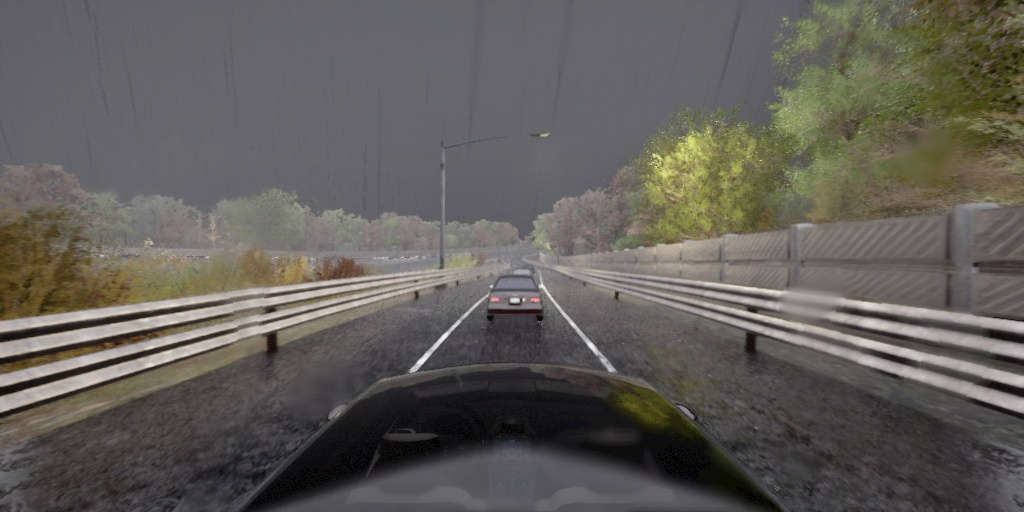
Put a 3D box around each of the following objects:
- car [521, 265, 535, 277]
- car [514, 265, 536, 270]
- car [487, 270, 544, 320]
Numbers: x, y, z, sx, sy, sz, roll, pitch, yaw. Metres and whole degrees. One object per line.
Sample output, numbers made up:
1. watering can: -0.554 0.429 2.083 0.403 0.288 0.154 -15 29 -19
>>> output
1. car: 2.327 2.022 50.464 1.837 1.490 4.892 0 -1 4
2. car: 0.805 1.654 27.871 2.033 1.411 5.357 0 -1 3
3. car: 0.142 1.384 12.970 2.033 1.411 5.357 0 -1 1
